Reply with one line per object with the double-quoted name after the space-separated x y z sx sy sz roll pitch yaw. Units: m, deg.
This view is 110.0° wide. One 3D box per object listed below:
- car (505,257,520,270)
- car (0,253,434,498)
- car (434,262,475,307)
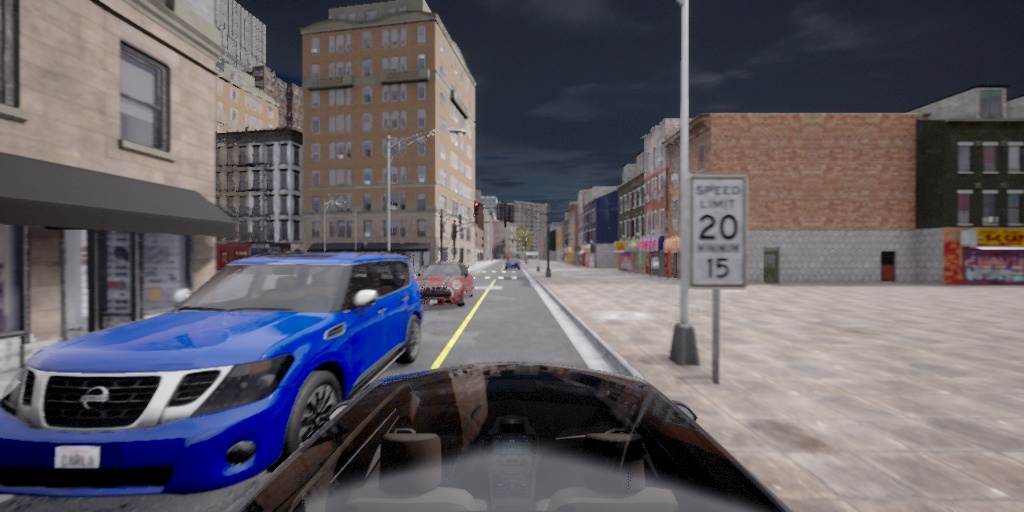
0.093 0.993 50.835 2.097 1.767 4.553 0 0 0 "car"
-2.850 0.963 5.114 2.150 2.045 5.566 0 0 0 "car"
-2.839 1.069 15.285 2.097 1.767 4.553 0 0 0 "car"
